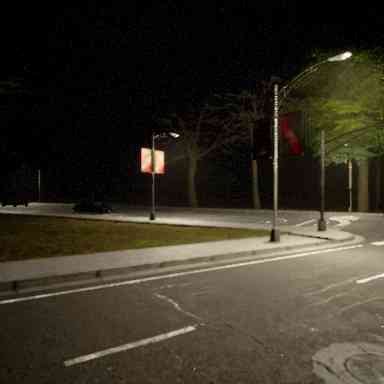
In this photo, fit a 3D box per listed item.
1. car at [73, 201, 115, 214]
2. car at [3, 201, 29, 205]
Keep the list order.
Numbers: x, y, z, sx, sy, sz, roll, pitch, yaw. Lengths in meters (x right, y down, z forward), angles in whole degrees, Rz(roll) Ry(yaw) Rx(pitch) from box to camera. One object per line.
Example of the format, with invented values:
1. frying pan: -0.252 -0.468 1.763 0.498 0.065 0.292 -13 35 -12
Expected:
1. car: -11.640 1.815 39.206 5.357 1.411 2.033 0 0 32
2. car: -25.317 1.458 47.720 4.181 1.385 1.994 0 0 32
